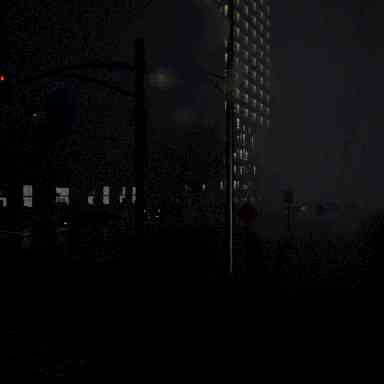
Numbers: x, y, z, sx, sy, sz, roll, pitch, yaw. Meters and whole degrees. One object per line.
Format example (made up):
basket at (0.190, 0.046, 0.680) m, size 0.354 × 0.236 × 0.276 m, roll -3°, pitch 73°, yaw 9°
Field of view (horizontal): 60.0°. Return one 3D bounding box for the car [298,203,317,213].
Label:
car at (19.106, 2.534, 54.750) m, size 1.837 × 1.490 × 4.892 m, roll 0°, pitch -1°, yaw 33°

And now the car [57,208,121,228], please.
car at (-7.712, 1.921, 25.252) m, size 1.895 × 1.301 × 4.718 m, roll 0°, pitch -1°, yaw 33°

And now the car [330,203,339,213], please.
car at (22.503, 2.529, 53.853) m, size 1.882 × 1.535 × 5.008 m, roll 0°, pitch -1°, yaw 33°

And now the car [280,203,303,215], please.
car at (13.919, 2.459, 46.590) m, size 1.895 × 1.301 × 4.718 m, roll 0°, pitch -1°, yaw 33°

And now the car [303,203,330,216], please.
car at (16.973, 2.376, 45.239) m, size 1.837 × 1.490 × 4.892 m, roll 0°, pitch -1°, yaw 33°

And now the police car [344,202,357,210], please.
police car at (31.466, 2.739, 65.857) m, size 1.930 × 1.638 × 5.238 m, roll 0°, pitch -1°, yaw 33°

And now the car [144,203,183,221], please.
car at (-2.795, 1.835, 32.894) m, size 2.097 × 1.767 × 4.553 m, roll 0°, pitch -1°, yaw 33°

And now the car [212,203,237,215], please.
car at (4.346, 2.245, 43.978) m, size 1.812 × 1.442 × 4.674 m, roll 0°, pitch -1°, yaw 33°

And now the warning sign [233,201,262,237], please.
warning sign at (3.104, 1.454, 18.559) m, size 1.300 × 1.860 × 1.060 m, roll 1°, pitch 1°, yaw 33°
